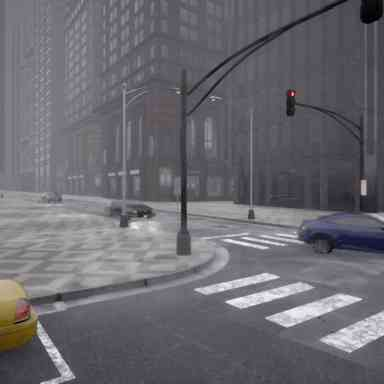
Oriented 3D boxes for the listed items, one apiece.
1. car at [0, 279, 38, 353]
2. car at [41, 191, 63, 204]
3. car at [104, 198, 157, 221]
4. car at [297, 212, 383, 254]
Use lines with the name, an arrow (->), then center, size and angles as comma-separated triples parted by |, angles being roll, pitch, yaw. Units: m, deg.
car -> -4.347, 1.525, 3.543 | 4.829, 1.417, 1.752 | 0, 0, -36
car -> -17.797, 0.712, 42.095 | 1.837, 1.490, 4.892 | 0, 0, -36
car -> -4.565, 1.155, 23.751 | 2.033, 1.411, 5.357 | 0, 1, -36
car -> 6.047, 1.440, 11.420 | 4.674, 1.442, 1.812 | 1, 1, 35
